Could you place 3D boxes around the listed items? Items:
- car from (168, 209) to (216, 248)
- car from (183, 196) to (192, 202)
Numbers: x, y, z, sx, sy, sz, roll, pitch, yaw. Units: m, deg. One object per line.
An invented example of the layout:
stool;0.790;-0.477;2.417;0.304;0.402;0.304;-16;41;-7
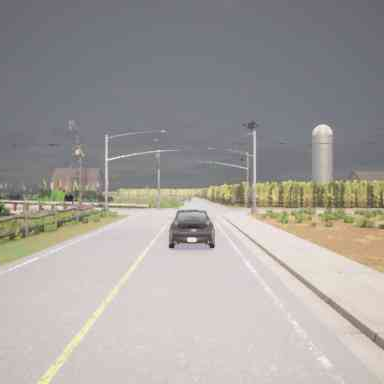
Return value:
car;0.000;1.515;14.650;1.837;1.490;4.892;0;0;0
car;-1.145;1.552;75.660;1.812;1.442;4.674;0;0;-3
